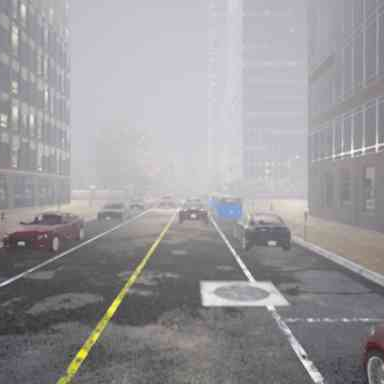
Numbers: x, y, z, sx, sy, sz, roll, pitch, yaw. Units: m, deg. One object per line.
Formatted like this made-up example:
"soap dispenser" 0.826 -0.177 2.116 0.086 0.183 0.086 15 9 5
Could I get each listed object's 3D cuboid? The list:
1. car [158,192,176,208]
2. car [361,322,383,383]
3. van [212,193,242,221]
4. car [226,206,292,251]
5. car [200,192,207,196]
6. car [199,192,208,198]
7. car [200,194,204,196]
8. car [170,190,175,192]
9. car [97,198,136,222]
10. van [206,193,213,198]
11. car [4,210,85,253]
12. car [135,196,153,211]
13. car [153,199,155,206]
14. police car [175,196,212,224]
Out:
"car" -2.997 1.135 40.824 1.882 1.535 5.008 0 0 0
"car" 2.690 1.570 1.943 1.802 1.307 4.206 0 0 0
"van" 2.697 1.157 24.747 1.690 1.788 3.998 0 1 0
"car" 2.693 1.464 13.344 2.008 1.369 4.403 0 0 0
"car" 2.704 0.745 74.267 1.967 1.590 4.097 0 1 0
"car" 2.704 0.812 79.949 1.947 1.339 4.313 0 1 0
"car" 0.104 1.225 40.011 1.994 1.385 4.181 0 1 0
"car" -5.677 0.791 79.947 1.887 1.381 4.507 0 1 0
"car" -5.685 1.382 24.749 1.947 1.339 4.313 0 0 0
"van" 2.780 1.042 36.143 1.690 1.788 3.998 0 1 0
"car" -5.689 1.458 13.345 1.887 1.381 4.507 0 0 0
"car" -5.764 1.267 36.145 1.947 1.339 4.313 0 1 0
"car" -5.811 1.151 43.378 1.752 1.417 4.829 0 1 0
"police car" 0.100 1.332 23.565 2.038 1.542 4.974 0 1 0
